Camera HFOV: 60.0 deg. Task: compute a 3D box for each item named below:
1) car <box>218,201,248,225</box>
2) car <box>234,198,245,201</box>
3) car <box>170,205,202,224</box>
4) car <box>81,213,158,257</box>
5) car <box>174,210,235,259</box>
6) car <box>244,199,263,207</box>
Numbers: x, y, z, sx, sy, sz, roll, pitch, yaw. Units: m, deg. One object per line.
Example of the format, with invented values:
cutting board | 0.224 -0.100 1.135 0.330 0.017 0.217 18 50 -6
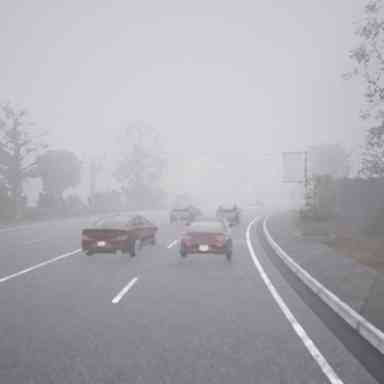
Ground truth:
car | 3.026 1.782 26.842 2.128 1.511 4.902 0 0 14
car | 9.849 2.072 68.601 2.097 1.767 4.553 0 -1 32
car | -0.394 1.784 27.589 2.128 1.511 4.902 0 0 14
car | -2.763 1.623 13.770 1.882 1.535 5.008 0 0 7
car | 0.678 1.667 13.131 1.812 1.442 4.674 0 0 7
car | 12.677 2.266 66.533 1.994 1.385 4.181 0 -1 32
